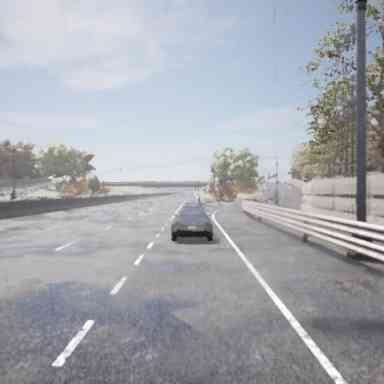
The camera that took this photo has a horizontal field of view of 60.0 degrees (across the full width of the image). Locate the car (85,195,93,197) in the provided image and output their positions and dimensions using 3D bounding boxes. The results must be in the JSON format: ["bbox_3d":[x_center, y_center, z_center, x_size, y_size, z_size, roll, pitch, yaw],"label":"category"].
[{"bbox_3d":[-27.960,1.480,90.711,2.033,1.411,5.357,0,0,0],"label":"car"}]

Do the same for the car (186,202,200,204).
[{"bbox_3d":[0.115,1.539,27.256,1.994,1.385,4.181,0,0,2],"label":"car"}]

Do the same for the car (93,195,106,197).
[{"bbox_3d":[-24.460,1.480,90.709,2.033,1.411,5.357,0,0,0],"label":"car"}]

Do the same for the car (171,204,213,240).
[{"bbox_3d":[0.006,1.549,16.863,1.994,1.385,4.181,0,0,0],"label":"car"}]
